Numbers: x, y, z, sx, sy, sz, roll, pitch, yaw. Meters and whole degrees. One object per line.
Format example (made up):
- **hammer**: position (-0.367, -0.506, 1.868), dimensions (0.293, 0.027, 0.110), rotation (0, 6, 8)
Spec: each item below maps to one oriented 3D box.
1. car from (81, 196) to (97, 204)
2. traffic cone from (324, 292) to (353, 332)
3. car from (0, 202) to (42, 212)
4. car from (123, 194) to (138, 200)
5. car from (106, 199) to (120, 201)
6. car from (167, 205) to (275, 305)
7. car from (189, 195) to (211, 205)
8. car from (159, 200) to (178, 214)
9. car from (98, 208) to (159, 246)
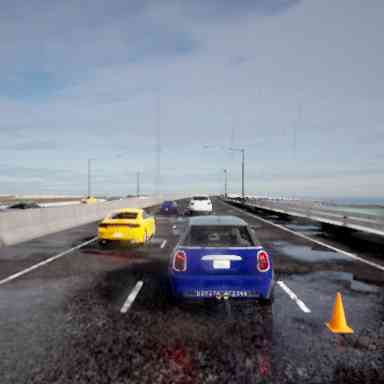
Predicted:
- **car**: position (-19.638, 1.612, 63.495), dimensions (1.882, 1.535, 5.008), rotation (0, 0, 2)
- **traffic cone**: position (2.443, 1.974, 5.550), dimensions (0.340, 0.580, 0.340), rotation (0, 0, 0)
- **car**: position (-13.456, 1.564, 26.119), dimensions (1.837, 1.490, 4.892), rotation (0, 0, 1)
- **car**: position (-12.496, 1.489, 68.133), dimensions (2.150, 2.045, 5.566), rotation (0, 0, 1)
- **car**: position (-16.004, 1.577, 67.940), dimensions (2.033, 1.411, 5.357), rotation (0, 0, 2)
- **car**: position (0.566, 1.377, 8.330), dimensions (2.097, 1.767, 4.553), rotation (0, 0, 0)
- **car**: position (0.875, 1.317, 35.192), dimensions (2.150, 2.045, 5.566), rotation (0, 0, 1)
- **car**: position (-2.594, 1.623, 36.914), dimensions (1.812, 1.442, 4.674), rotation (0, 0, 1)
- **car**: position (-2.878, 1.519, 15.456), dimensions (1.882, 1.535, 5.008), rotation (0, 0, 1)
